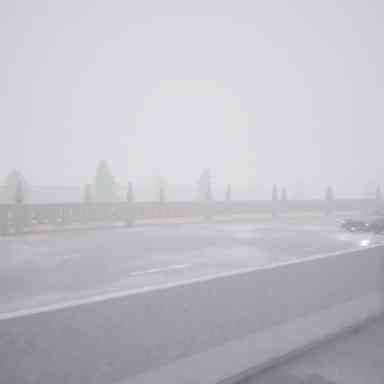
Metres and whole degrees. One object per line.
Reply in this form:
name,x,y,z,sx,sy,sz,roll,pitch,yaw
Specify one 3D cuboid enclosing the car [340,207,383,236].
car,10.830,1.548,18.636,5.357,1.411,2.033,0,0,-27
